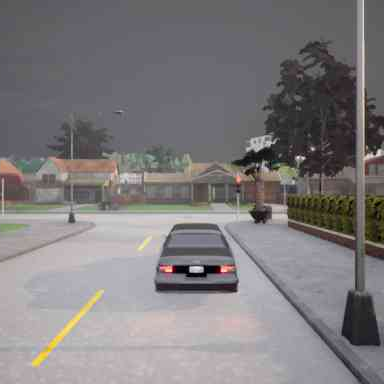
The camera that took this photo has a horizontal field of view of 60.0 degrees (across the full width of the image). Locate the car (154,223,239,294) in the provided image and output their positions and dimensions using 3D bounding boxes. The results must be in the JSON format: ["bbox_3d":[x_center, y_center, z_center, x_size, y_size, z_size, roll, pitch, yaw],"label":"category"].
[{"bbox_3d":[0.099,1.547,8.949,2.033,1.411,5.357,0,0,0],"label":"car"}]
